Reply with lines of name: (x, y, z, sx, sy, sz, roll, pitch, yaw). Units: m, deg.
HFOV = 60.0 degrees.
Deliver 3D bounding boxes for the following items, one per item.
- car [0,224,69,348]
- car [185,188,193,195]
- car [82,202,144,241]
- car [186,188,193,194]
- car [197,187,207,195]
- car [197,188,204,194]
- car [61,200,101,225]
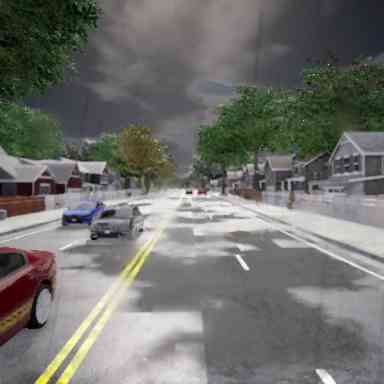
car: (-3.376, 1.476, 4.078, 1.882, 1.535, 5.008, 0, 0, 0)
car: (-0.712, 0.063, 83.651, 1.882, 1.535, 5.008, 0, 1, 0)
car: (-3.471, 1.378, 16.062, 1.837, 1.490, 4.892, 0, 1, 0)
car: (-0.802, -0.307, 94.033, 1.882, 1.535, 5.008, 0, 1, 0)
car: (2.539, -0.200, 83.351, 2.150, 2.045, 5.566, 0, 1, 0)
car: (2.448, -0.278, 94.061, 1.812, 1.442, 4.674, 0, 1, 0)
car: (-6.755, 1.278, 21.479, 1.882, 1.535, 5.008, 0, 1, 0)
